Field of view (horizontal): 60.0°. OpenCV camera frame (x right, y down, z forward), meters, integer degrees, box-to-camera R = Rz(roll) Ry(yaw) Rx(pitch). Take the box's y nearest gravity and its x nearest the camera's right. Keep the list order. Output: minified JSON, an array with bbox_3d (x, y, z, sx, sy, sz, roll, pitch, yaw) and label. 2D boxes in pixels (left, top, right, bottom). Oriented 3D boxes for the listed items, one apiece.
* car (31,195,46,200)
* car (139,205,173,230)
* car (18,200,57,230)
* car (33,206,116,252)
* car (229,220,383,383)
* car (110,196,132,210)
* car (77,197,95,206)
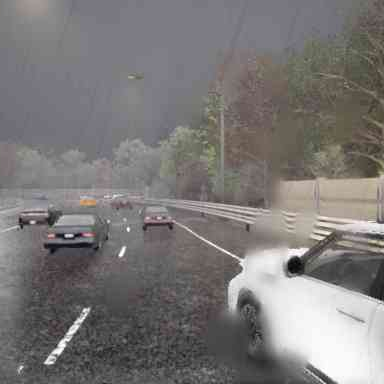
[{"bbox_3d":[-38.780,1.498,84.032,4.892,1.490,1.837,0,0,40],"label":"car"},{"bbox_3d":[-2.353,1.547,21.299,2.033,1.411,5.357,0,0,-11],"label":"car"},{"bbox_3d":[-9.491,1.491,21.133,2.128,1.511,4.902,0,0,-12],"label":"car"},{"bbox_3d":[-4.571,1.547,13.854,2.033,1.411,5.357,0,0,-8],"label":"car"},{"bbox_3d":[2.340,1.224,3.024,2.150,2.045,5.566,0,0,-19],"label":"car"},{"bbox_3d":[-9.212,1.351,43.040,2.097,1.767,4.553,0,0,-24],"label":"car"},{"bbox_3d":[-15.334,1.476,48.101,1.882,1.535,5.008,0,0,-26],"label":"car"}]
